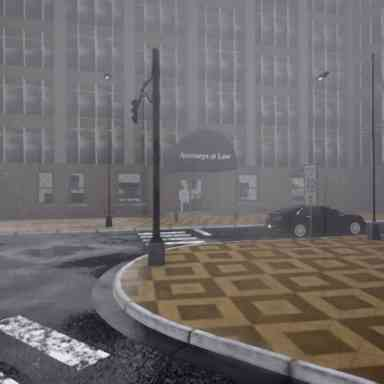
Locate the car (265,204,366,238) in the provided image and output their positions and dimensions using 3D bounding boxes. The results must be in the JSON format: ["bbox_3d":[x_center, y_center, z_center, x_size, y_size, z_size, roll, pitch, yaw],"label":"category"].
[{"bbox_3d":[5.948,1.321,15.996,4.892,1.490,1.837,0,0,-14],"label":"car"}]
